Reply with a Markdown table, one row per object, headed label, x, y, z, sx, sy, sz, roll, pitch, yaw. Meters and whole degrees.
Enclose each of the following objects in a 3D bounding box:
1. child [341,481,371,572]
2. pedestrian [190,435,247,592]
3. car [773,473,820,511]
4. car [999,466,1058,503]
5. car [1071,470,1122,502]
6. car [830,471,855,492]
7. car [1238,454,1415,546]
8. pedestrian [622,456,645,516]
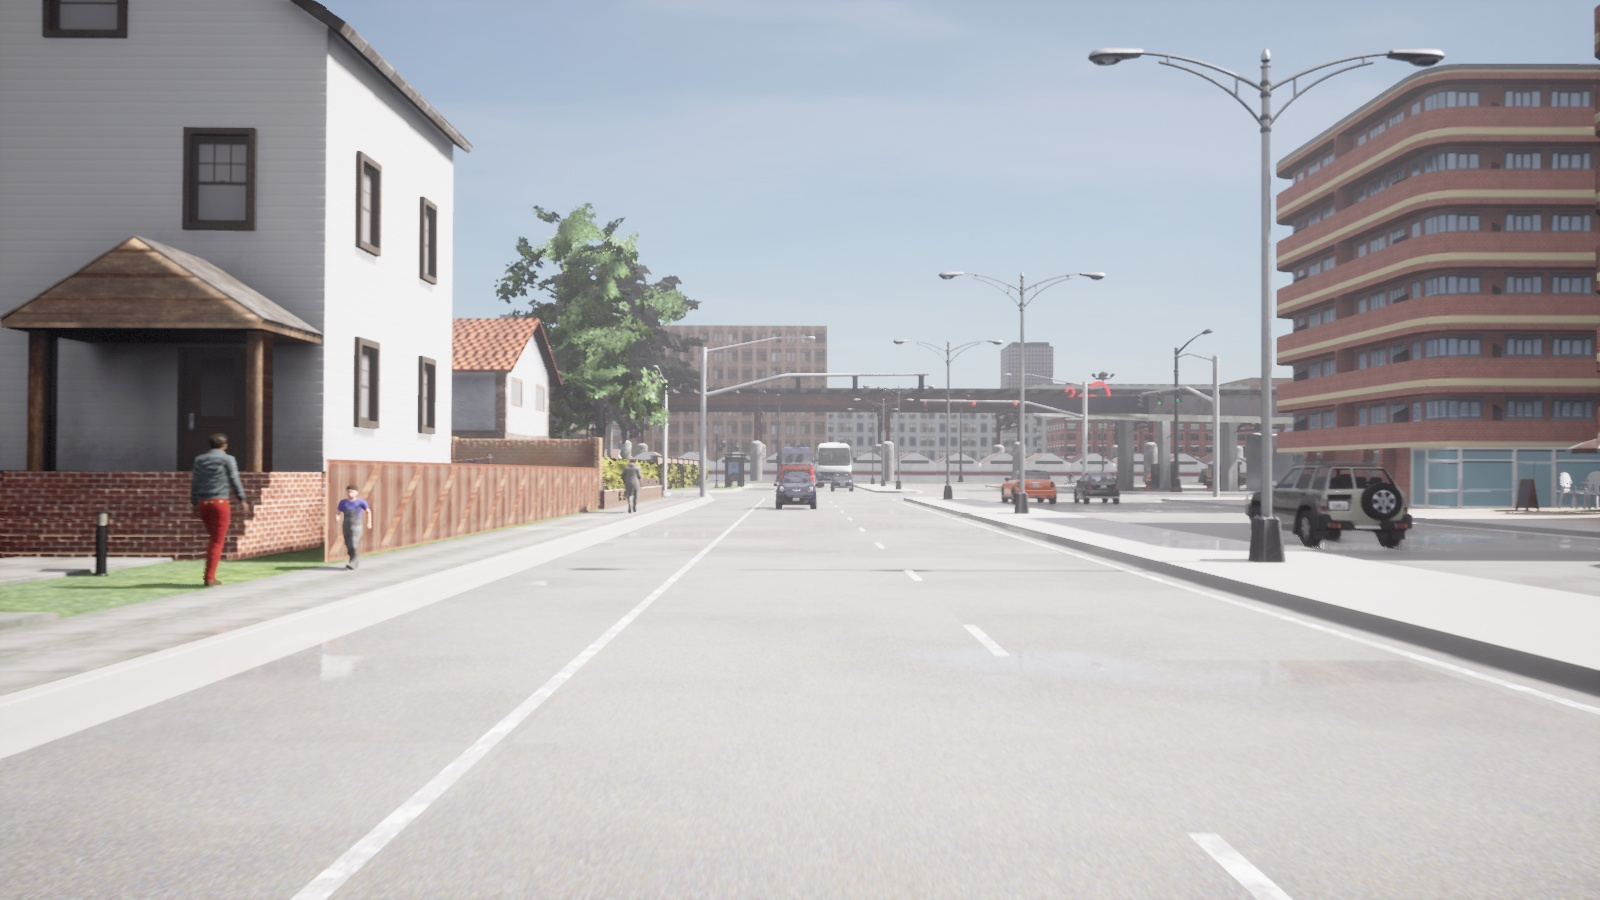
| label | x | y | z | sx | sy | sz | roll | pitch | yaw |
| --- | --- | --- | --- | --- | --- | --- | --- | --- | --- |
| child | -6.250 | 1.070 | 17.687 | 0.270 | 1.263 | 0.437 | 0 | -1 | -1 |
| pedestrian | -6.976 | 0.752 | 15.067 | 0.353 | 1.847 | 0.614 | 0 | -1 | 5 |
| car | -0.133 | 1.689 | 51.369 | 1.845 | 1.501 | 3.633 | 0 | -1 | 0 |
| car | 11.336 | 1.675 | 62.534 | 2.097 | 1.767 | 4.553 | 0 | -1 | 0 |
| car | 14.727 | 1.781 | 62.520 | 1.789 | 1.549 | 3.705 | 0 | -1 | 2 |
| car | 3.250 | 2.406 | 97.093 | 1.789 | 1.549 | 3.705 | 0 | -1 | 0 |
| car | 11.428 | 1.048 | 27.628 | 1.932 | 1.855 | 4.605 | 0 | -1 | 0 |
| pedestrian | -5.544 | 1.193 | 41.853 | 0.659 | 1.952 | 0.873 | 0 | -1 | -1 |
